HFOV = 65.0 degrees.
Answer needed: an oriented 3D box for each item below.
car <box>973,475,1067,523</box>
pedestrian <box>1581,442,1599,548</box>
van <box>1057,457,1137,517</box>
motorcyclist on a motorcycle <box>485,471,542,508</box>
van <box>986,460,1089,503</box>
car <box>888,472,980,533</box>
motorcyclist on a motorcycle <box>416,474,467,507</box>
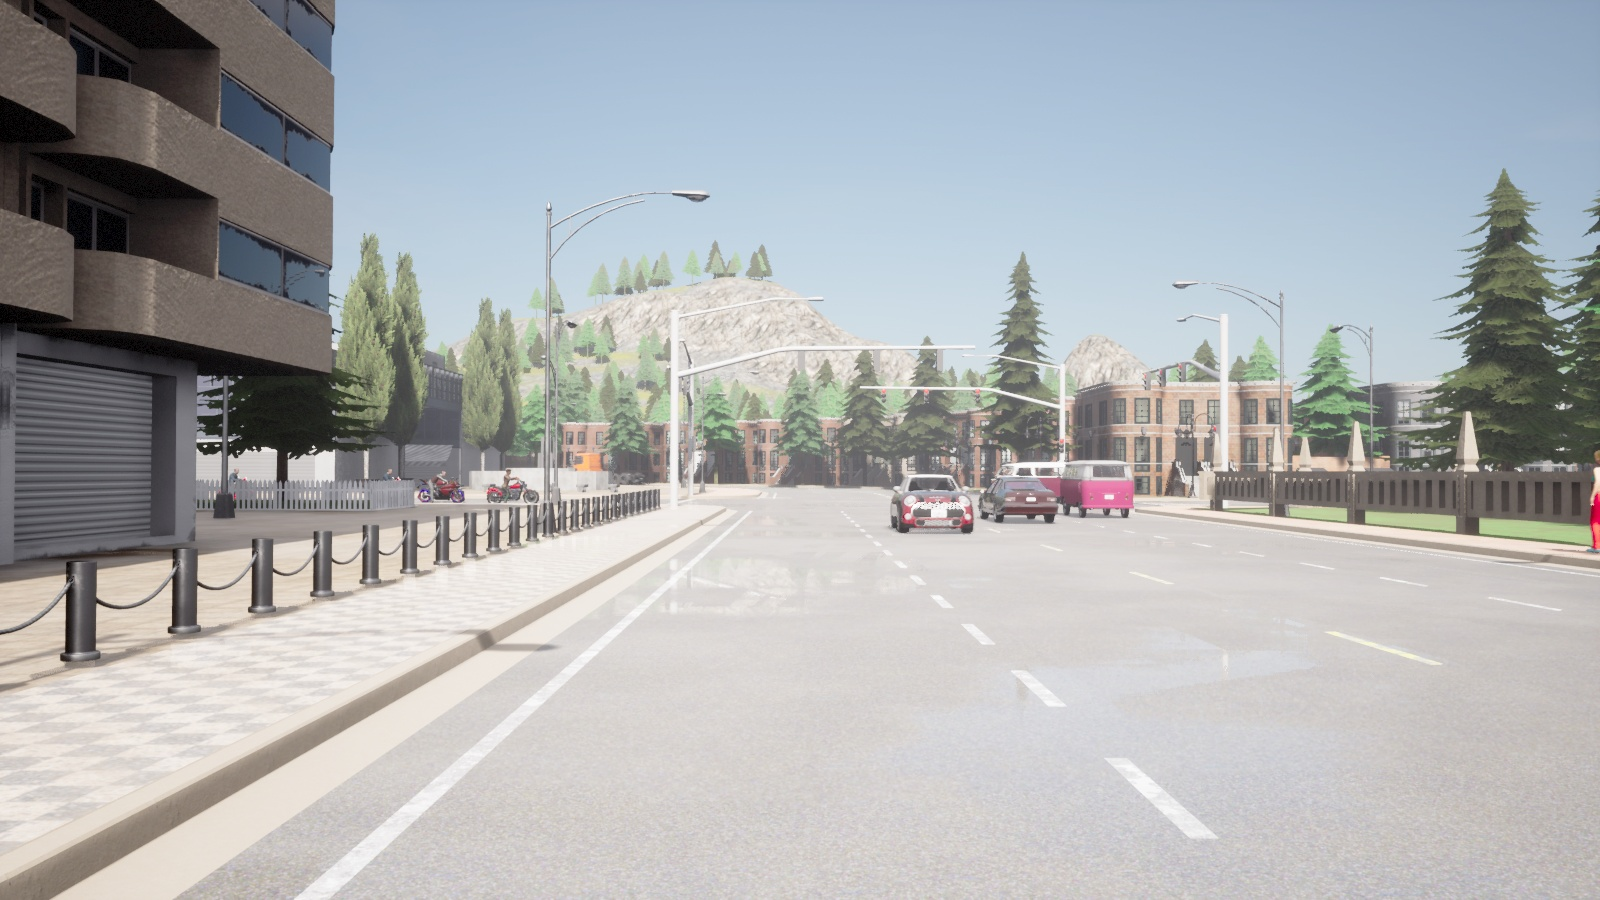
[{"bbox_3d":[6.898,1.504,39.958,2.033,1.411,5.357,0,-1,0],"label":"car"},{"bbox_3d":[14.088,0.786,22.051,0.345,1.836,0.594,0,-1,-2],"label":"pedestrian"},{"bbox_3d":[10.387,1.266,44.219,1.775,1.987,4.442,0,-1,0],"label":"van"},{"bbox_3d":[-12.683,1.747,55.582,2.350,1.649,0.766,0,-1,0],"label":"motorcyclist on a motorcycle"},{"bbox_3d":[11.609,1.518,61.321,4.480,2.038,2.069,0,-2,-20],"label":"van"},{"bbox_3d":[3.417,1.314,32.713,1.970,1.475,3.806,0,-1,0],"label":"car"},{"bbox_3d":[-16.851,1.906,59.067,2.191,1.530,0.866,0,-1,0],"label":"motorcyclist on a motorcycle"}]
